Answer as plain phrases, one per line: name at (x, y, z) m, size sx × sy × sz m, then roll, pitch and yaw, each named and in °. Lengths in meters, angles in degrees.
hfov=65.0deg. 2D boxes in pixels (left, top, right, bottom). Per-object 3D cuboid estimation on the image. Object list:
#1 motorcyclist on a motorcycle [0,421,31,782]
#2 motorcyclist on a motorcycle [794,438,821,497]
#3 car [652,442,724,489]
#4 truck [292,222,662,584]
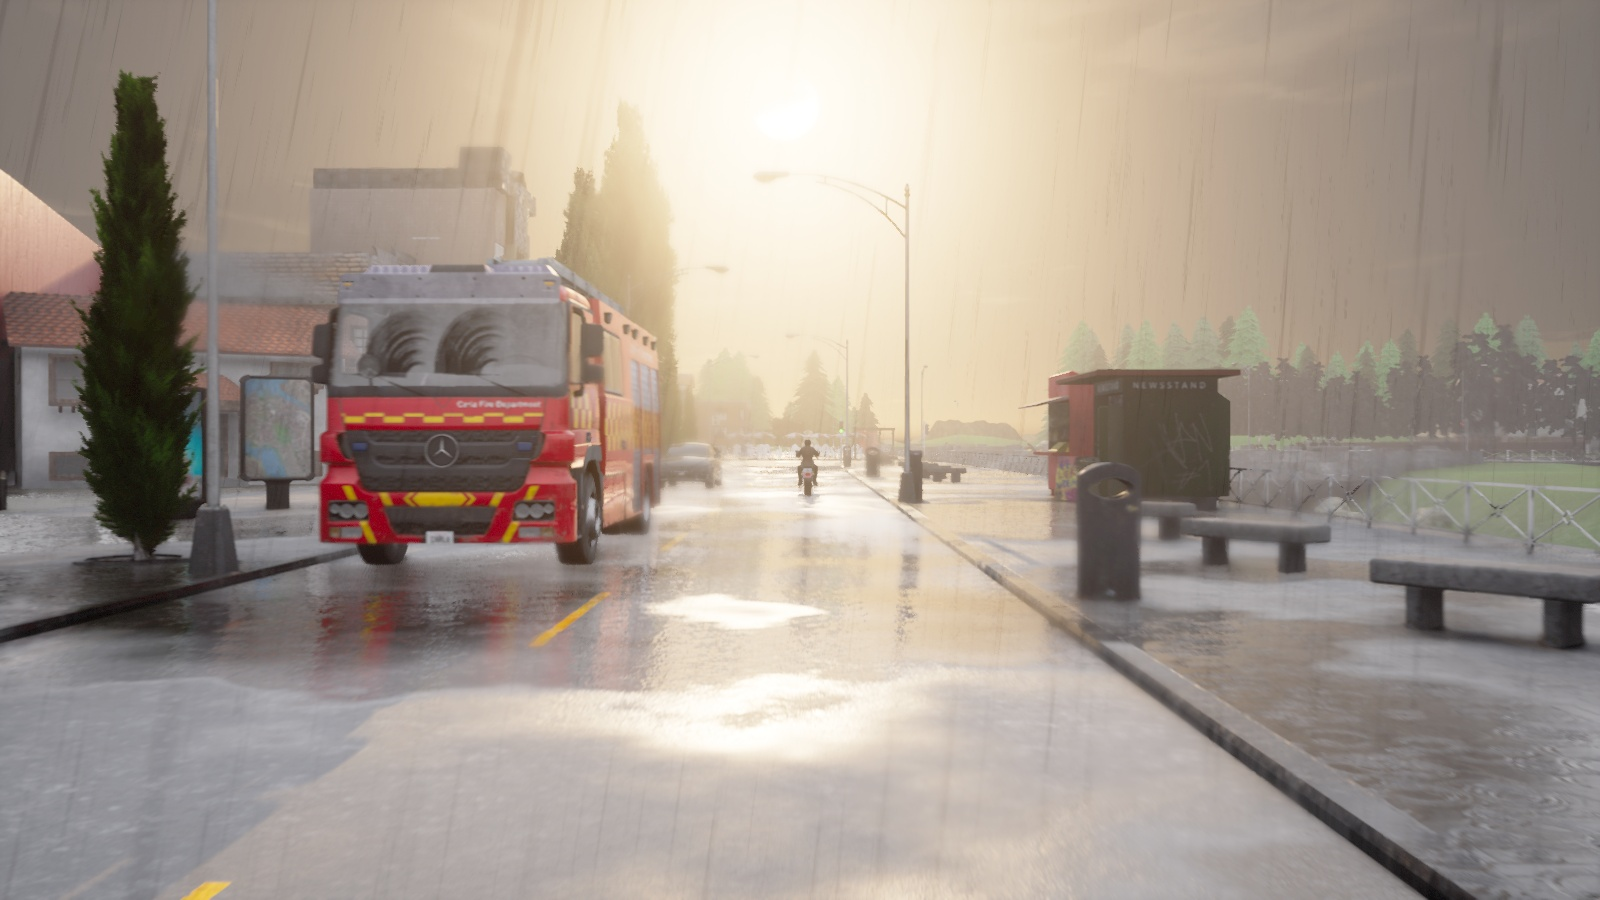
motorcyclist on a motorcycle at (-3.956, 0.669, 4.833) m, size 0.866 × 1.590 × 1.817 m, roll 0°, pitch 0°, yaw 0°
motorcyclist on a motorcycle at (0.225, 0.490, 36.707) m, size 0.766 × 1.649 × 2.350 m, roll 0°, pitch 0°, yaw 0°
car at (-3.706, 0.512, 42.253) m, size 1.837 × 1.490 × 4.892 m, roll 0°, pitch 0°, yaw 2°
truck at (-3.887, -0.520, 17.546) m, size 2.891 × 3.827 × 8.468 m, roll 0°, pitch 0°, yaw 1°
